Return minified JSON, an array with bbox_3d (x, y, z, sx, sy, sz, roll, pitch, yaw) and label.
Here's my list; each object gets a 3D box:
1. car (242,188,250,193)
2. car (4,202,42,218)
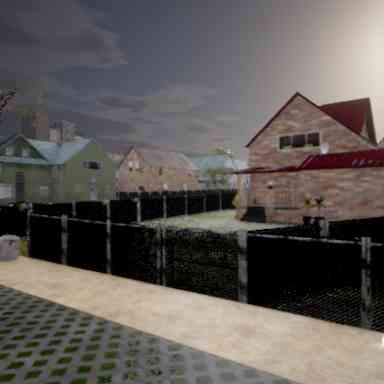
[{"bbox_3d":[7.883,0.366,45.537,2.097,1.767,4.553,0,1,37],"label":"car"},{"bbox_3d":[-10.423,1.326,21.143,2.033,1.411,5.357,0,1,37],"label":"car"}]
